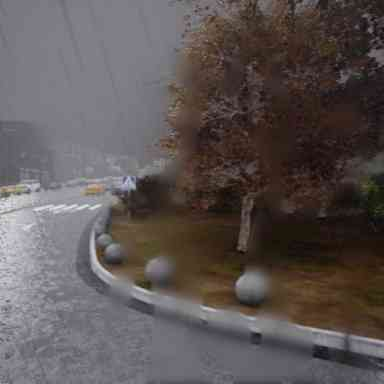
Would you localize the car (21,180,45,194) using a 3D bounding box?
[{"bbox_3d":[-25.575,-0.784,51.709,2.435,2.045,5.566,-1,3,-3],"label":"car"}]

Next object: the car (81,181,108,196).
[{"bbox_3d":[-13.520,-0.275,46.443,1.882,1.535,5.008,-1,3,-3],"label":"car"}]

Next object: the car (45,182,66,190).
[{"bbox_3d":[-26.107,-1.140,62.740,2.163,1.488,4.792,-1,3,-3],"label":"car"}]

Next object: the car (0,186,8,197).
[{"bbox_3d":[-25.033,0.118,40.422,1.946,1.575,5.366,-1,3,-3],"label":"car"}]

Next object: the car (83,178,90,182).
[{"bbox_3d":[-26.900,-2.377,79.256,2.435,2.045,5.566,-1,3,-3],"label":"car"}]

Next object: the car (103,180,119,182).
[{"bbox_3d":[-14.071,-0.792,56.550,2.033,1.411,5.357,-1,3,-2],"label":"car"}]

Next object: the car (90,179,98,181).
[{"bbox_3d":[-27.405,-2.668,88.662,2.231,1.521,4.892,-1,3,-2],"label":"car"}]

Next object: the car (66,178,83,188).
[{"bbox_3d":[-26.634,-1.809,73.796,2.231,1.521,4.892,-1,3,-3],"label":"car"}]

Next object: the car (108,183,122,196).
[{"bbox_3d":[-10.309,-0.304,47.267,1.812,1.442,4.674,-1,3,-3],"label":"car"}]

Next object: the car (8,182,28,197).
[{"bbox_3d":[-25.297,-0.201,45.931,1.946,1.575,5.366,-1,3,-3],"label":"car"}]
